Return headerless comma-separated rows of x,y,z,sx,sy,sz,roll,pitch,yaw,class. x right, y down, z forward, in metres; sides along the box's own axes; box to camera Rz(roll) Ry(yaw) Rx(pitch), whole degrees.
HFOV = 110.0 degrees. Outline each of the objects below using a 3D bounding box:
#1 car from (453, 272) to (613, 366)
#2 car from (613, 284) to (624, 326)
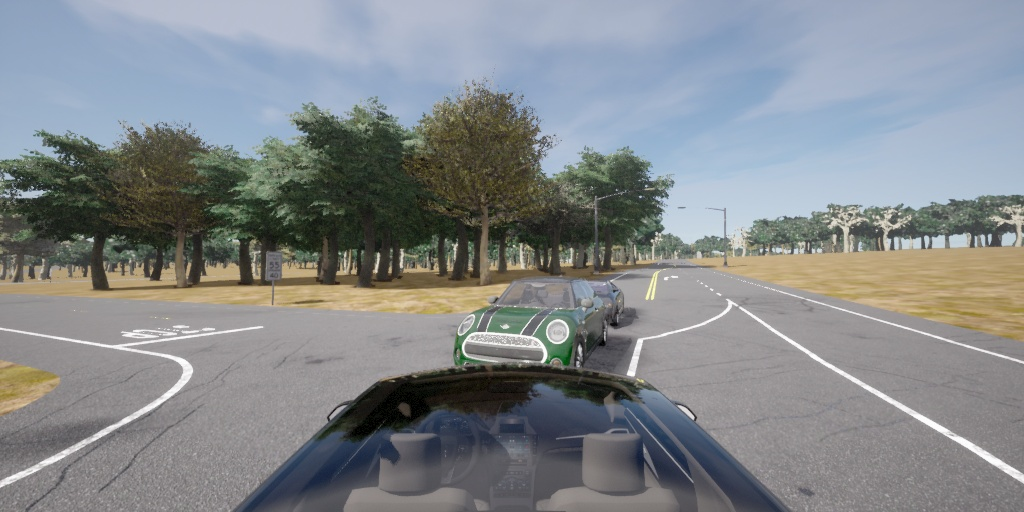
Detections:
0.674,1.222,7.484,2.097,1.767,4.553,-1,-2,22,car
2.895,1.555,12.918,1.994,1.385,4.181,-2,0,22,car
